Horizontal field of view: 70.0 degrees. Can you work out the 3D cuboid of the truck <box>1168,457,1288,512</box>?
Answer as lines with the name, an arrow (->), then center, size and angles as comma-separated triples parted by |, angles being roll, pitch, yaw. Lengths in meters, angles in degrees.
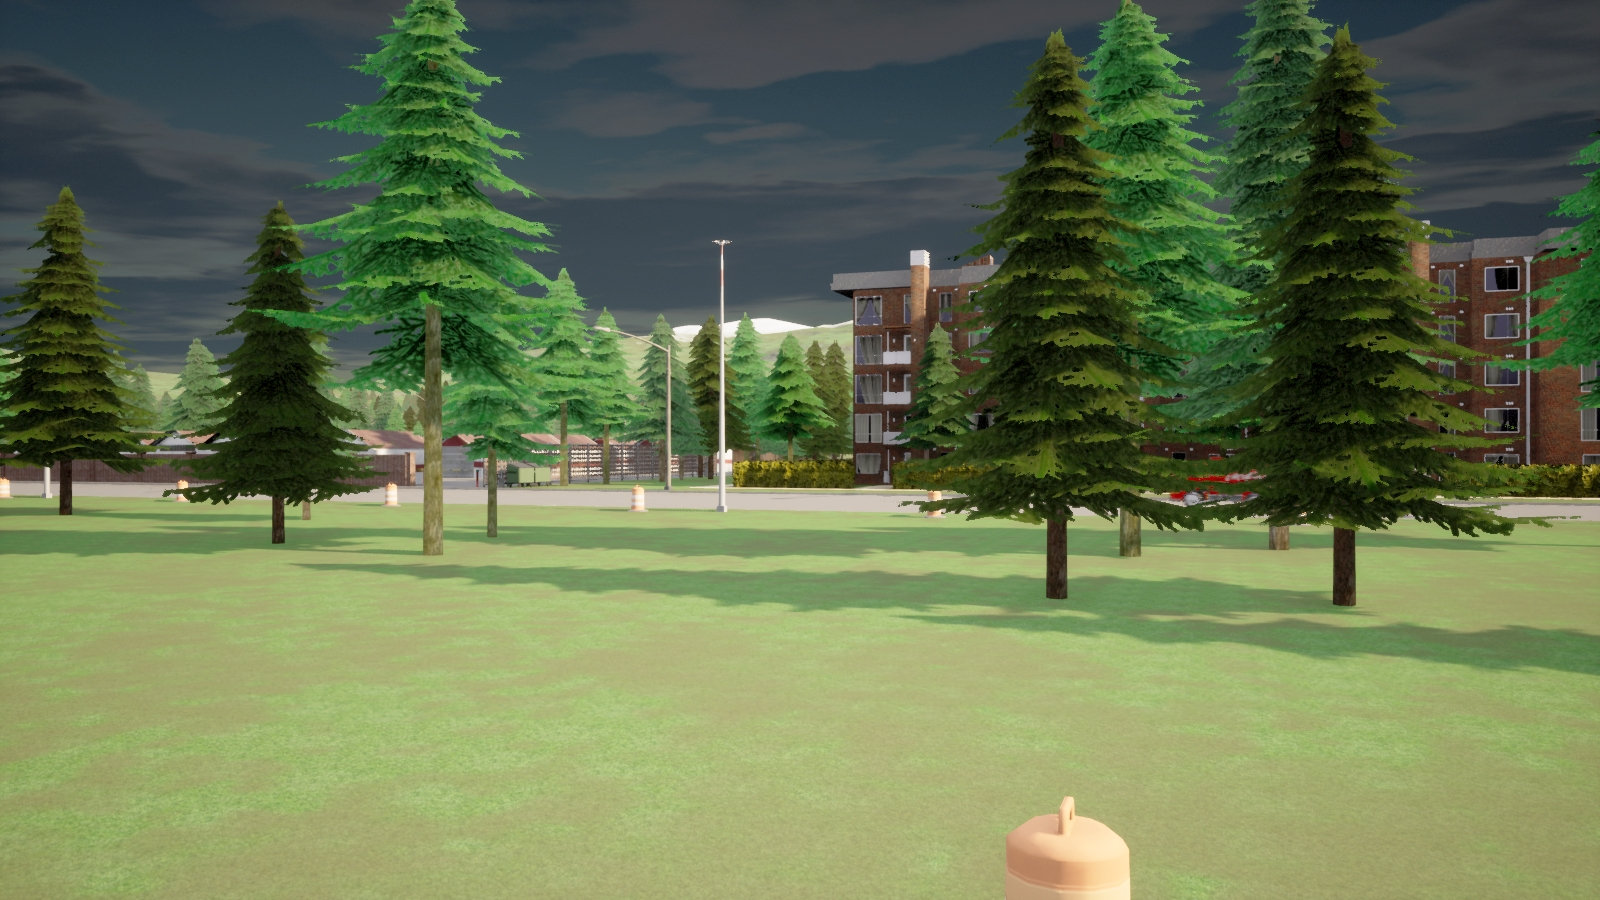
truck -> 20.153, 1.571, 53.937 | 5.204, 2.467, 2.627 | 0, 0, 20
